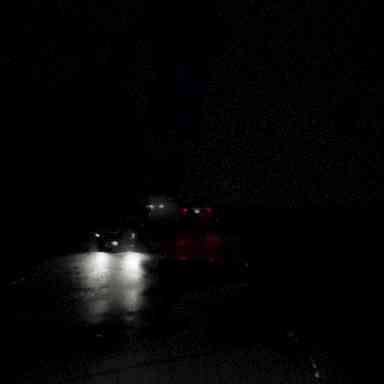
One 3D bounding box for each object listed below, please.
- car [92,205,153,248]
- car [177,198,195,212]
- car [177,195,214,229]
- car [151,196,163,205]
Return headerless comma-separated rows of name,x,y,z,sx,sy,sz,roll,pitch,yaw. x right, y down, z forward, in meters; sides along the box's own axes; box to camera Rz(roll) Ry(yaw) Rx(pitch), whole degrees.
car,-2.879,1.545,15.123,2.033,1.411,5.357,0,0,0
car,-0.804,1.494,40.395,1.882,1.535,5.008,0,0,-5
car,0.265,1.229,22.053,2.150,2.045,5.566,0,0,-1
car,-6.078,1.500,57.257,1.882,1.535,5.008,0,0,-9
